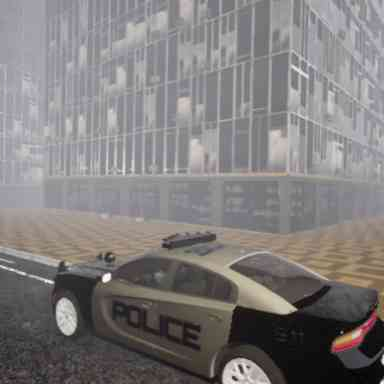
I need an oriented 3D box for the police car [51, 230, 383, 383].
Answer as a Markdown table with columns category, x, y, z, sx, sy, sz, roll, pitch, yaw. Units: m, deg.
| category | x | y | z | sx | sy | sz | roll | pitch | yaw |
| --- | --- | --- | --- | --- | --- | --- | --- | --- | --- |
| police car | -0.156 | 1.423 | 4.890 | 5.238 | 1.638 | 1.930 | 0 | 0 | 36 |
